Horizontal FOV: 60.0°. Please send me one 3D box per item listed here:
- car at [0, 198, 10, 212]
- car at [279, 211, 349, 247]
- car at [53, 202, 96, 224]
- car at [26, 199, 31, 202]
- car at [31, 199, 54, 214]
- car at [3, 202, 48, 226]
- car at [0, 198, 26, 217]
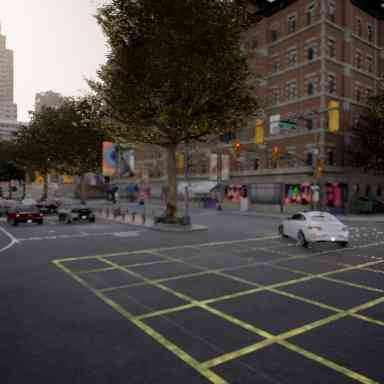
[{"bbox_3d":[-23.138,1.493,39.699,1.882,1.535,5.008,0,0,-35],"label":"car"},{"bbox_3d":[5.477,1.601,15.299,1.812,1.442,4.674,1,0,-1],"label":"car"},{"bbox_3d":[-8.854,1.603,25.440,1.994,1.385,4.181,0,0,-35],"label":"car"},{"bbox_3d":[-20.415,1.561,41.915,1.812,1.442,4.674,0,0,-35],"label":"car"},{"bbox_3d":[-14.516,1.601,33.507,1.994,1.385,4.181,0,0,-35],"label":"car"},{"bbox_3d":[-11.970,1.619,23.785,1.895,1.301,4.718,0,0,-35],"label":"car"},{"bbox_3d":[-17.361,1.521,31.459,1.837,1.490,4.892,0,0,-35],"label":"car"}]
